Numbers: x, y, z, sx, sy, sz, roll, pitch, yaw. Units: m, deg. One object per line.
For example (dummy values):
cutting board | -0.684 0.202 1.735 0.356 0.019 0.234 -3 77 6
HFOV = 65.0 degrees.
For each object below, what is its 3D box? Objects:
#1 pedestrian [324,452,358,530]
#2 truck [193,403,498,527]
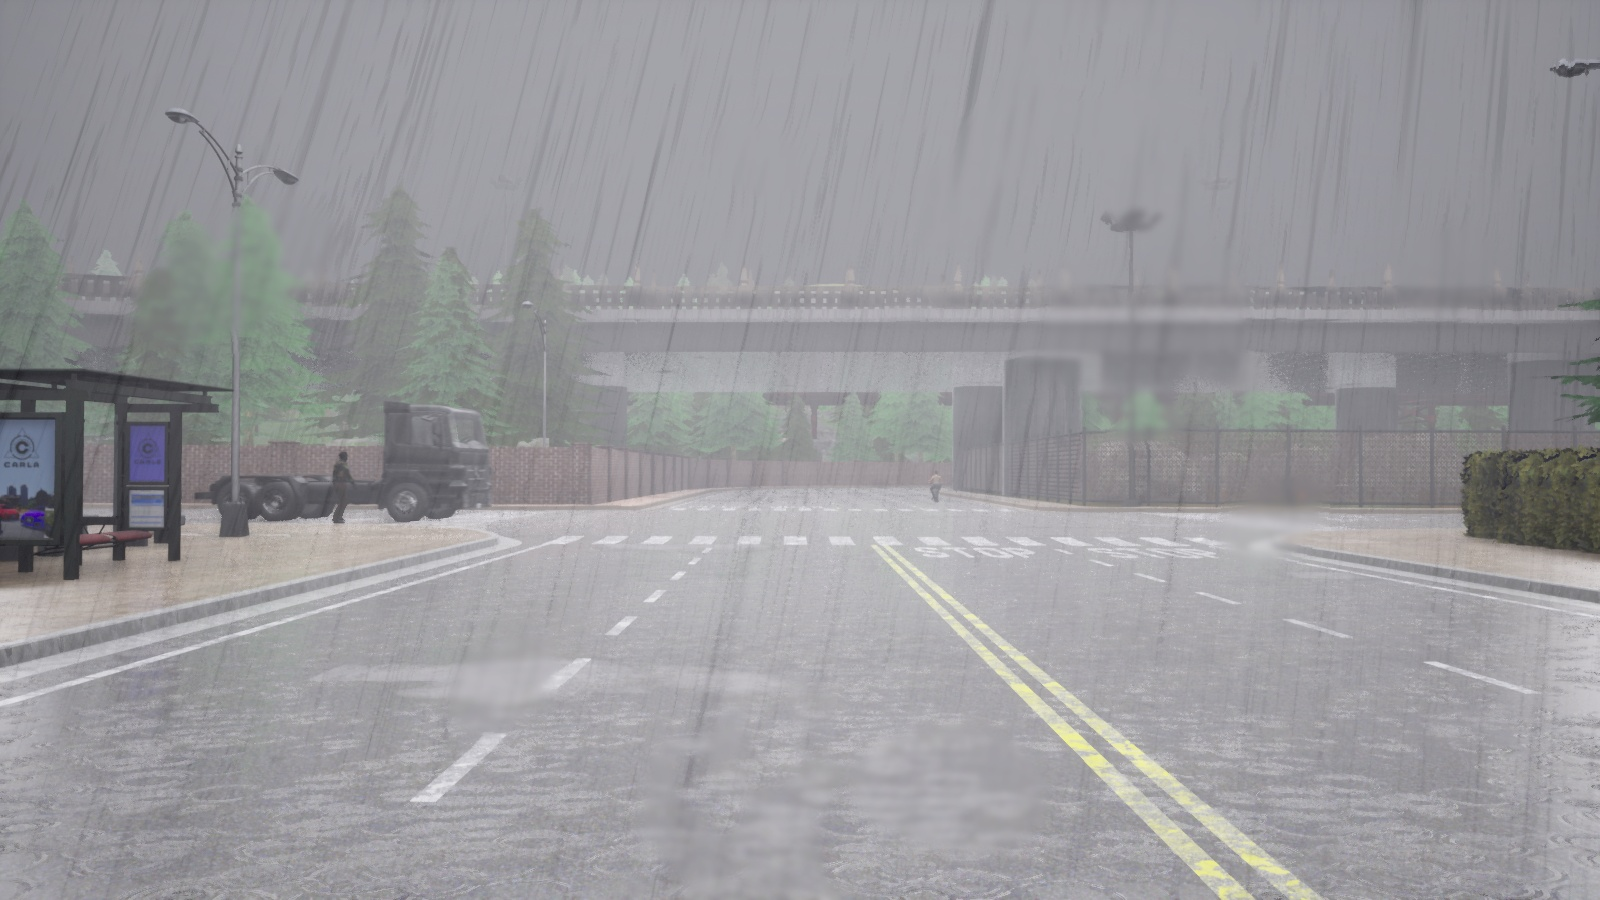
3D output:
pedestrian | -11.402 1.014 31.223 0.395 1.930 0.692 -1 -1 41
truck | -13.213 0.448 36.903 7.936 3.462 2.891 0 -1 5
